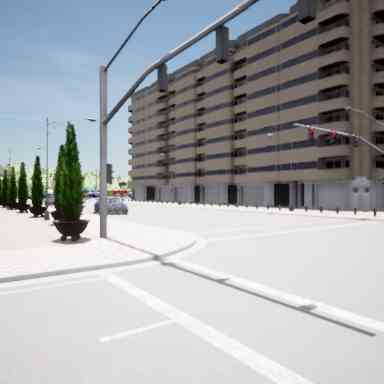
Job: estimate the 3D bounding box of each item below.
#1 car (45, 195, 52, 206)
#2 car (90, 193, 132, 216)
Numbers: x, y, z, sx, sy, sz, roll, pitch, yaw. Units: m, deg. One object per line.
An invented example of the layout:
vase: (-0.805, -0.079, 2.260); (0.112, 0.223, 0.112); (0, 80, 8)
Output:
car: (-21.534, 1.502, 51.785); (1.994, 1.385, 4.181); (0, 0, -35)
car: (-7.879, 1.291, 32.276); (2.097, 1.767, 4.553); (0, 0, -35)
